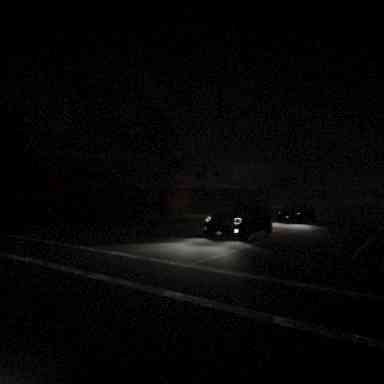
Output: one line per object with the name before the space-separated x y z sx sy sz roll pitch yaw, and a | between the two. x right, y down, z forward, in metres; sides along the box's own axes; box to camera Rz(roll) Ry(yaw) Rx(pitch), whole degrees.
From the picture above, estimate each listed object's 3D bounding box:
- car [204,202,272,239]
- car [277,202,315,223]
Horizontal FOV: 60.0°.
car | 2.482 1.324 17.249 2.097 1.767 4.553 0 0 34
car | 8.067 1.503 25.524 1.812 1.442 4.674 0 0 34
